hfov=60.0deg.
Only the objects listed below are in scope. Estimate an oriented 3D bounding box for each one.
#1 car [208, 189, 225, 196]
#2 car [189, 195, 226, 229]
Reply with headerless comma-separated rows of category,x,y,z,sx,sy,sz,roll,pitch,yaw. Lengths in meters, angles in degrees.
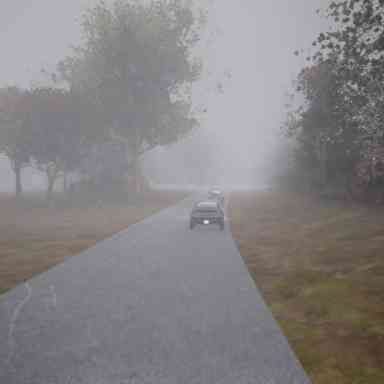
car,2.752,0.399,37.596,1.812,1.442,4.674,0,3,7
car,0.907,1.188,19.363,1.837,1.490,4.892,0,2,4
